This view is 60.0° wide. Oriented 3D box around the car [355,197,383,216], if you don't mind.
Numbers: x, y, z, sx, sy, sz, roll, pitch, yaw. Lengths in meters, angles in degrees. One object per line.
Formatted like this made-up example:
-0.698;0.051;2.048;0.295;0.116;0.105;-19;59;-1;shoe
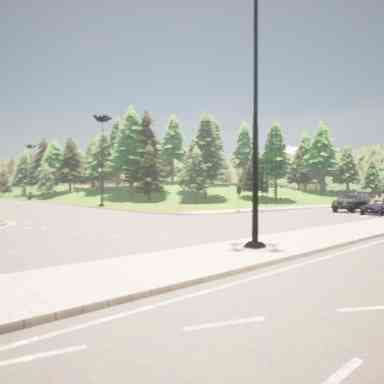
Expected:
17.681;1.496;31.638;4.181;1.385;1.994;0;0;-40;car

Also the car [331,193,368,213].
17.211;1.137;35.831;5.566;2.045;2.150;0;0;-40;car
